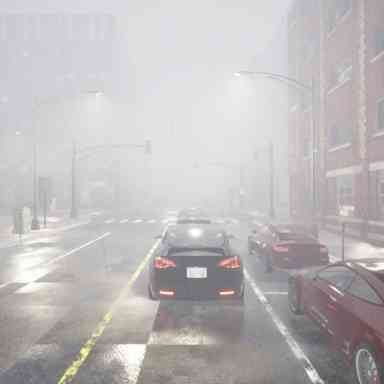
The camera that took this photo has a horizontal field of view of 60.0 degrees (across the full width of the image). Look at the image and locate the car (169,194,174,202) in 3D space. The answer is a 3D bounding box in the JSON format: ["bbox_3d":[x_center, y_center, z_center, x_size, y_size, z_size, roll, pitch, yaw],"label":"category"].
[{"bbox_3d":[-5.804,1.607,76.568,1.802,1.307,4.206,1,0,0],"label":"car"}]

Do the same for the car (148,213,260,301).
[{"bbox_3d":[0.086,1.506,8.376,2.163,1.488,4.792,0,0,0],"label":"car"}]

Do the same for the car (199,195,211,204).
[{"bbox_3d":[2.604,1.544,59.757,1.752,1.417,4.829,1,0,0],"label":"car"}]

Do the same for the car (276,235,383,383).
[{"bbox_3d":[2.660,1.583,4.677,1.802,1.307,4.206,1,0,0],"label":"car"}]

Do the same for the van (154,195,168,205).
[{"bbox_3d":[-5.773,1.359,59.612,1.690,1.788,3.998,1,0,0],"label":"van"}]

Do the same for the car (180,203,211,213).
[{"bbox_3d":[0.072,1.552,17.648,2.033,1.411,5.357,0,0,-1],"label":"car"}]

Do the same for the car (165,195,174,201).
[{"bbox_3d":[-5.822,1.582,87.873,2.008,1.369,4.403,1,0,0],"label":"car"}]

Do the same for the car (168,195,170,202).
[{"bbox_3d":[-5.785,1.603,65.264,1.802,1.307,4.206,1,0,0],"label":"car"}]

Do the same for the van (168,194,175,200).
[{"bbox_3d":[-5.828,1.376,93.526,1.690,1.788,3.998,1,0,0],"label":"van"}]

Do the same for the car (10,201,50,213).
[{"bbox_3d":[-18.774,1.730,38.681,4.313,1.339,1.947,0,-1,0],"label":"car"}]

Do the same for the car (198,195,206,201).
[{"bbox_3d":[2.558,1.597,87.848,1.947,1.339,4.313,1,0,0],"label":"car"}]

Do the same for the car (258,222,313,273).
[{"bbox_3d":[2.820,1.585,10.333,1.802,1.307,4.206,1,0,0],"label":"car"}]
